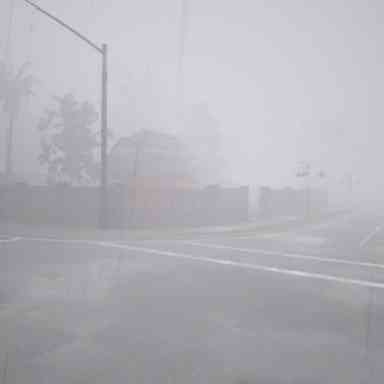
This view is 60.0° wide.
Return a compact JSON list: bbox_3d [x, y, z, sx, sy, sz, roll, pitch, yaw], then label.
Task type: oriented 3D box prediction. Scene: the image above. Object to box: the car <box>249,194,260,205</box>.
[{"bbox_3d":[10.317,1.062,46.741,5.027,1.636,2.152,0,0,34],"label":"car"}]
